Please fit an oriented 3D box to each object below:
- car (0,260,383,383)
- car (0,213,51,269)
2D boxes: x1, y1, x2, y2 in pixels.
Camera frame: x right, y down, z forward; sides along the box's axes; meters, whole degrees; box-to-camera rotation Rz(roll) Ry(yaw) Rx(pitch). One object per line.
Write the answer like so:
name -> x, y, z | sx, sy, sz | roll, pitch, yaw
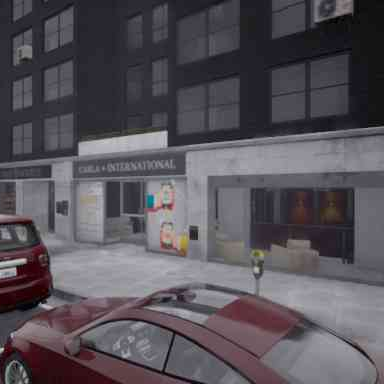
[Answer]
car -> -0.137, 1.582, 3.170 | 4.206, 1.307, 1.802 | 0, 0, 35
car -> -4.752, 1.314, 6.448 | 5.009, 1.841, 2.192 | 0, 0, 35
